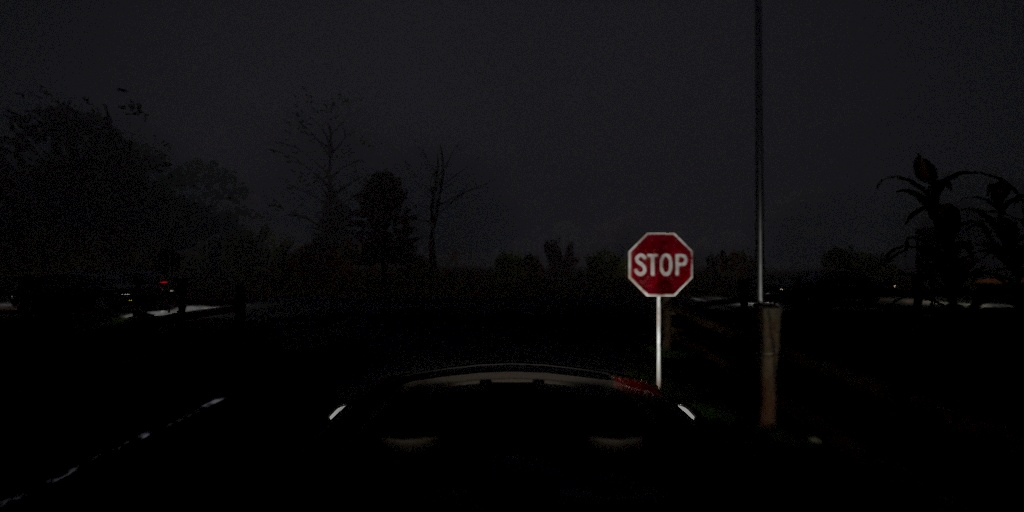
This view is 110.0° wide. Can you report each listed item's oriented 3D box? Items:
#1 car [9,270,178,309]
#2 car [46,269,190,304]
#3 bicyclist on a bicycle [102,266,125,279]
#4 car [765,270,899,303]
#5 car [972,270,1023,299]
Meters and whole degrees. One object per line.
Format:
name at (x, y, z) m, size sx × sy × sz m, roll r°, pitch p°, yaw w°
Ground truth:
car at (-16.553, 1.381, 14.130) m, size 4.892 × 1.490 × 1.837 m, roll 0°, pitch -1°, yaw 1°
car at (-18.619, 1.410, 17.090) m, size 4.892 × 1.490 × 1.837 m, roll 0°, pitch -1°, yaw 1°
bicyclist on a bicycle at (-22.434, 1.389, 20.181) m, size 0.582 × 1.620 × 1.656 m, roll 0°, pitch 0°, yaw 1°
car at (14.560, 1.382, 16.675) m, size 5.357 × 1.411 × 2.033 m, roll 0°, pitch -1°, yaw 1°
car at (24.501, 1.285, 16.545) m, size 5.008 × 1.535 × 1.882 m, roll 0°, pitch -1°, yaw 1°
